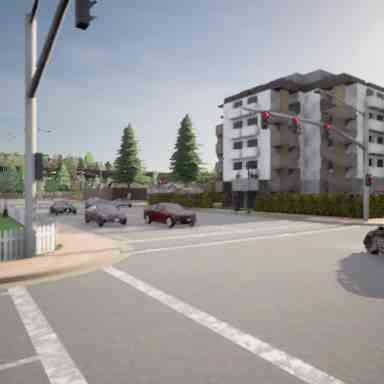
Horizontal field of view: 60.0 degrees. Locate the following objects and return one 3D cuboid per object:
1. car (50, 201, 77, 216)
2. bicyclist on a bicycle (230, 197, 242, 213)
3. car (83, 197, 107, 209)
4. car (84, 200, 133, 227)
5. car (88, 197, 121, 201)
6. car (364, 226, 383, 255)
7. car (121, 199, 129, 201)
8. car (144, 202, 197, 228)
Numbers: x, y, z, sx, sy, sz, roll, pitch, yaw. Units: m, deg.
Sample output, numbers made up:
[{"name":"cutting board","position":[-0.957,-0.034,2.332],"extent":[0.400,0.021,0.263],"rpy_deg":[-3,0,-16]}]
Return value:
[{"name":"car","position":[-13.028,1.592,33.614],"extent":[1.994,1.385,4.181],"rpy_deg":[0,0,-33]},{"name":"bicyclist on a bicycle","position":[4.445,1.309,33.533],"extent":[1.656,1.620,0.582],"rpy_deg":[0,0,-34]},{"name":"car","position":[-14.003,1.540,47.799],"extent":[1.837,1.490,4.892],"rpy_deg":[0,0,-33]},{"name":"car","position":[-6.125,1.542,23.335],"extent":[1.812,1.442,4.674],"rpy_deg":[0,0,-34]},{"name":"car","position":[-9.414,1.525,34.497],"extent":[1.837,1.490,4.892],"rpy_deg":[0,1,-34]},{"name":"car","position":[6.987,1.522,10.259],"extent":[1.812,1.442,4.674],"rpy_deg":[0,0,10]},{"name":"car","position":[-10.471,1.632,48.794],"extent":[1.895,1.301,4.718],"rpy_deg":[0,0,-33]},{"name":"car","position":[-1.578,1.489,22.809],"extent":[1.882,1.535,5.008],"rpy_deg":[0,0,-34]}]
